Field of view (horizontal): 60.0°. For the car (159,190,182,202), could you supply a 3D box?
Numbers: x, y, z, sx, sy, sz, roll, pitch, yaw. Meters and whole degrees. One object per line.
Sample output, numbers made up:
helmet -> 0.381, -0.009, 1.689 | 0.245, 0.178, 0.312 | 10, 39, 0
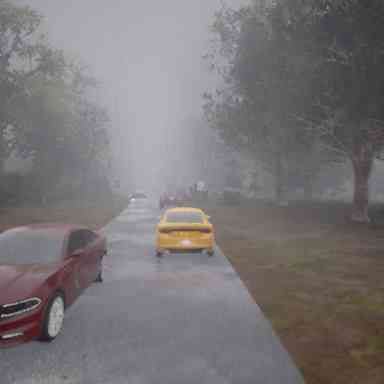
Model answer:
car -> -2.181, 0.613, 33.049 | 2.097, 1.767, 4.553 | 1, 2, -7

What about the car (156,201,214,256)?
car -> -0.308, 1.329, 12.514 | 1.882, 1.535, 5.008 | 0, 1, -3

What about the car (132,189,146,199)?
car -> -7.960, 0.317, 49.923 | 1.812, 1.442, 4.674 | 1, 1, -11

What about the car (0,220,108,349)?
car -> -3.000, 1.409, 6.546 | 1.882, 1.535, 5.008 | 1, 1, -2
